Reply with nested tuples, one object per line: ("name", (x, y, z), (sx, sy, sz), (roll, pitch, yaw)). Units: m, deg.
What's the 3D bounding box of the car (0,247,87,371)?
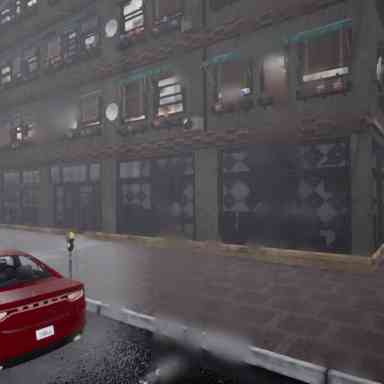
("car", (-3.569, 1.546, 5.274), (4.507, 1.381, 1.887), (0, -1, 35))
